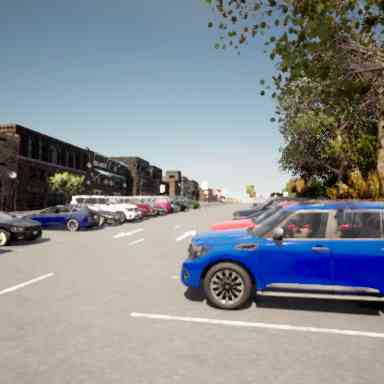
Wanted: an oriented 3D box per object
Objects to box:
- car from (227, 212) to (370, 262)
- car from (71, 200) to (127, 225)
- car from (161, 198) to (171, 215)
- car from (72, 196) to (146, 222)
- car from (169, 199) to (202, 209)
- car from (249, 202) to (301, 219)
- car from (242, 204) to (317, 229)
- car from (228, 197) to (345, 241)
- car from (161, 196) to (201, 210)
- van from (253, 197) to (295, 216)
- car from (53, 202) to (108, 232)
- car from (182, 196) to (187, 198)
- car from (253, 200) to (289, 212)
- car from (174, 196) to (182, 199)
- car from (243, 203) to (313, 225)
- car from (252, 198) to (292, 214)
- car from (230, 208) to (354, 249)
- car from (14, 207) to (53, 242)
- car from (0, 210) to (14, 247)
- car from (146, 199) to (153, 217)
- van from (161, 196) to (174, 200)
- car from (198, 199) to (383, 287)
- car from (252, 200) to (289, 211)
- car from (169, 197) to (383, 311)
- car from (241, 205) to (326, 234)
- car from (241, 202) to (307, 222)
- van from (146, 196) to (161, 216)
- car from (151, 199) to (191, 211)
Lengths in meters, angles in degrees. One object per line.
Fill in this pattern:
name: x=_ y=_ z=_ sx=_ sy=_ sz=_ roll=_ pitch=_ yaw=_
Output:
car: x=3.752 y=1.555 z=12.332 sx=4.674 sy=1.452 sz=2.002 roll=0 pitch=0 yaw=12
car: x=-7.393 y=1.543 z=22.920 sx=4.892 sy=1.521 sz=2.231 roll=0 pitch=0 yaw=12
car: x=-5.090 y=1.650 z=33.898 sx=4.892 sy=1.521 sz=2.231 roll=0 pitch=-1 yaw=12
car: x=-6.783 y=1.317 z=25.663 sx=5.566 sy=2.045 sz=2.435 roll=0 pitch=-1 yaw=12
car: x=-1.038 y=1.880 z=53.093 sx=4.892 sy=1.521 sz=2.231 roll=0 pitch=-1 yaw=12
car: x=7.731 y=1.729 z=31.290 sx=4.674 sy=1.452 sz=2.002 roll=0 pitch=-1 yaw=12
car: x=5.988 y=1.639 z=23.118 sx=4.792 sy=1.488 sz=2.163 roll=0 pitch=-1 yaw=12
car: x=4.847 y=1.307 z=17.671 sx=5.566 sy=2.045 sz=2.435 roll=0 pitch=-1 yaw=12
car: x=-1.583 y=1.586 z=50.349 sx=5.566 sy=2.045 sz=2.435 roll=0 pitch=-1 yaw=12
van: x=8.996 y=1.517 z=36.721 sx=4.442 sy=1.987 sz=1.878 roll=0 pitch=-1 yaw=12
car: x=-7.991 y=1.547 z=20.187 sx=4.792 sy=1.488 sz=2.163 roll=0 pitch=0 yaw=12
car: x=-3.322 y=1.482 z=42.122 sx=5.566 sy=2.045 sz=2.435 roll=0 pitch=-1 yaw=12
car: x=10.607 y=1.878 z=44.910 sx=4.674 sy=1.452 sz=2.002 roll=0 pitch=-1 yaw=12
car: x=-3.960 y=1.577 z=39.392 sx=4.553 sy=1.767 sz=2.185 roll=0 pitch=-1 yaw=12
car: x=6.583 y=1.636 z=25.839 sx=5.008 sy=1.535 sz=2.097 roll=0 pitch=-1 yaw=12
car: x=9.425 y=1.646 z=39.471 sx=4.553 sy=1.767 sz=2.185 roll=0 pitch=-1 yaw=12
car: x=4.296 y=1.536 z=14.937 sx=5.008 sy=1.535 sz=2.097 roll=0 pitch=0 yaw=12
car: x=-9.119 y=1.473 z=14.694 sx=5.008 sy=1.535 sz=2.097 roll=0 pitch=0 yaw=12
car: x=-9.507 y=1.451 z=11.915 sx=5.366 sy=1.575 sz=1.946 roll=0 pitch=0 yaw=12
car: x=-6.241 y=1.595 z=28.412 sx=5.008 sy=1.535 sz=2.097 roll=0 pitch=-1 yaw=12
van: x=-4.620 y=1.450 z=36.667 sx=4.442 sy=1.987 sz=1.878 roll=0 pitch=-1 yaw=12
car: x=3.131 y=1.244 z=9.494 sx=5.566 sy=2.045 sz=2.435 roll=0 pitch=0 yaw=12
car: x=11.187 y=1.876 z=47.636 sx=5.008 sy=1.535 sz=2.097 roll=0 pitch=-1 yaw=12
car: x=2.585 y=1.227 z=6.889 sx=5.566 sy=2.045 sz=2.435 roll=0 pitch=0 yaw=12
car: x=5.473 y=1.613 z=20.381 sx=4.792 sy=1.488 sz=2.163 roll=0 pitch=0 yaw=12
car: x=6.979 y=1.659 z=28.603 sx=5.366 sy=1.575 sz=1.946 roll=0 pitch=-1 yaw=12
van: x=-5.545 y=1.397 z=31.132 sx=4.442 sy=1.987 sz=1.878 roll=0 pitch=-1 yaw=12
car: x=-2.766 y=1.764 z=44.868 sx=4.892 sy=1.521 sz=2.231 roll=0 pitch=-1 yaw=12
